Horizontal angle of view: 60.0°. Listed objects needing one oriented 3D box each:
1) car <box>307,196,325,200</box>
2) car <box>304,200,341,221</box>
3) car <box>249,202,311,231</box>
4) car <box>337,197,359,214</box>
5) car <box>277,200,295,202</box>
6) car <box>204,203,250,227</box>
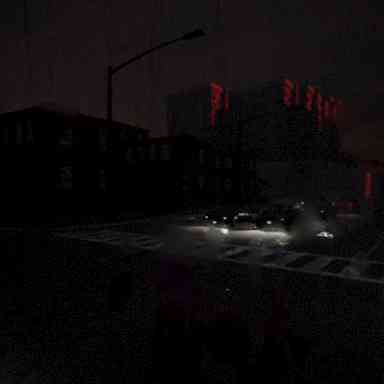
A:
[{"bbox_3d":[14.145,1.284,38.363,2.097,1.767,4.553,0,0,36],"label":"car"},{"bbox_3d":[10.510,1.555,27.289,1.895,1.301,4.718,0,0,36],"label":"car"},{"bbox_3d":[5.455,1.518,20.199,1.994,1.385,4.181,0,0,36],"label":"car"},{"bbox_3d":[16.358,1.306,35.449,2.097,1.767,4.553,0,0,36],"label":"car"},{"bbox_3d":[8.524,1.458,30.509,1.812,1.442,4.674,0,0,35],"label":"car"},{"bbox_3d":[2.936,1.480,22.704,2.033,1.411,5.357,0,0,35],"label":"car"}]
